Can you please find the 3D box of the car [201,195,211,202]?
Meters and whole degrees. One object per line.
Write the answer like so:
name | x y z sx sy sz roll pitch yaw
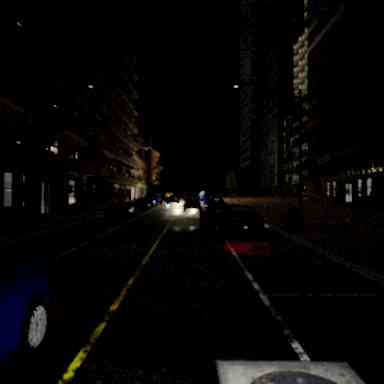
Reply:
car | 2.717 1.227 65.537 1.802 1.307 4.206 1 0 0

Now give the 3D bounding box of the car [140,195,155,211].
car | -5.670 1.359 37.692 1.947 1.339 4.313 1 0 0

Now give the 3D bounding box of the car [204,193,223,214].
car | 2.712 1.233 37.689 1.967 1.590 4.097 1 0 0

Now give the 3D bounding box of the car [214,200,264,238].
car | 2.365 1.383 17.095 1.882 1.535 5.008 0 0 0

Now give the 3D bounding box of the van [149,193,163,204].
van | -5.664 1.075 48.831 1.690 1.788 3.998 1 0 0

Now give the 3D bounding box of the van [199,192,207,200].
van | 2.724 0.899 82.246 1.690 1.788 3.998 1 0 0

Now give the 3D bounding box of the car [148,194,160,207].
car | -5.668 1.314 43.262 2.008 1.369 4.403 1 0 0

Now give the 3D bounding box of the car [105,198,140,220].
car | -5.672 1.398 26.553 1.887 1.381 4.507 1 0 0

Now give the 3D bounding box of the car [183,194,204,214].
car | 0.042 1.273 37.228 1.882 1.535 5.008 0 0 1

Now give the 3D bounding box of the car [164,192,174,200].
car | -5.656 0.873 82.248 2.192 1.841 5.009 1 0 0

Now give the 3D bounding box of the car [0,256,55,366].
car | -3.100 1.459 3.237 1.882 1.535 5.008 0 1 0

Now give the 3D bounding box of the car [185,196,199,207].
car | 0.015 1.339 48.008 1.895 1.301 4.718 0 0 0

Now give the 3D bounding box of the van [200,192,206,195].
van | 2.718 1.045 54.398 1.690 1.788 3.998 1 0 0

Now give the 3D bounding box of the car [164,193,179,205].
car | -3.018 1.235 53.376 1.812 1.442 4.674 0 0 1
